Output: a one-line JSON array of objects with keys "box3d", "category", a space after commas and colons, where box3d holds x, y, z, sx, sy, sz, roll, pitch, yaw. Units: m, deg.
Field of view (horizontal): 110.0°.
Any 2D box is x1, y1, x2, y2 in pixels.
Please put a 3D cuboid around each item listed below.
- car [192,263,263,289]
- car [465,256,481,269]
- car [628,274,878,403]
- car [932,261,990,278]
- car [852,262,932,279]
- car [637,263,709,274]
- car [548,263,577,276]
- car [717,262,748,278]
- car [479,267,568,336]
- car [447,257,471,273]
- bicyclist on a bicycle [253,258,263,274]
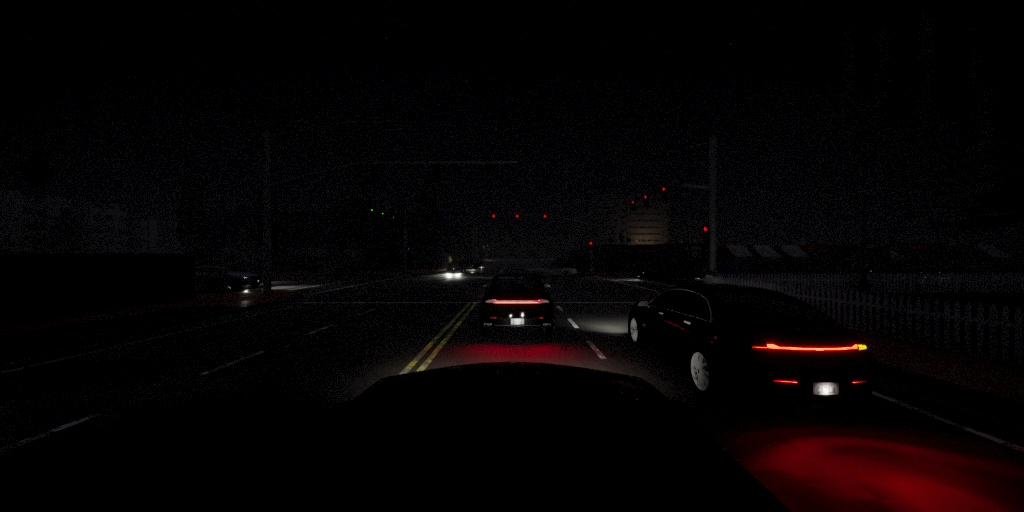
[{"box3d": [-18.143, 1.276, 22.329, 4.674, 1.442, 1.812, 0, 0, 0], "category": "car"}, {"box3d": [-6.708, 0.973, 56.227, 2.150, 2.045, 5.566, 0, 0, 2], "category": "car"}, {"box3d": [3.591, 1.255, 6.484, 1.837, 1.490, 4.892, 0, 0, 1], "category": "car"}, {"box3d": [42.064, 1.256, 33.959, 4.892, 1.490, 1.837, 0, 0, -1], "category": "car"}, {"box3d": [31.608, 1.241, 30.291, 4.902, 1.511, 2.128, 0, 0, -1], "category": "car"}, {"box3d": [13.235, 1.297, 29.963, 5.357, 1.411, 2.033, 0, 0, -1], "category": "car"}, {"box3d": [3.534, 1.350, 33.392, 4.718, 1.301, 1.895, 0, 0, 0], "category": "car"}, {"box3d": [19.509, 1.276, 33.553, 4.674, 1.442, 1.812, 0, 0, -1], "category": "car"}, {"box3d": [0.138, 1.242, 10.391, 2.128, 1.511, 4.902, 0, 0, 0], "category": "car"}, {"box3d": [-6.802, 1.241, 44.462, 2.128, 1.511, 4.902, 0, 0, 1], "category": "car"}, {"box3d": [-26.143, 1.051, 36.925, 0.582, 1.620, 1.656, 0, 0, -3], "category": "bicyclist on a bicycle"}]
